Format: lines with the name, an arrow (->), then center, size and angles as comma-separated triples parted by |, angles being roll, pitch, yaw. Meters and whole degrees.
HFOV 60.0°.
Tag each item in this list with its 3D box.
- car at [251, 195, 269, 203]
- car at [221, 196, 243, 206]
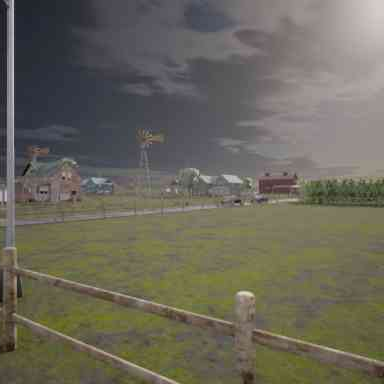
car -> 11.945, 1.255, 58.699 | 1.812, 1.442, 4.674 | -1, 0, 34
car -> 6.111, 1.273, 50.109 | 2.128, 1.511, 4.902 | -1, 0, 35
